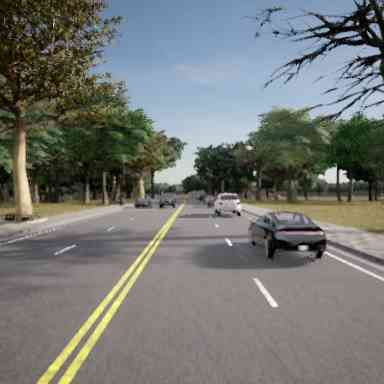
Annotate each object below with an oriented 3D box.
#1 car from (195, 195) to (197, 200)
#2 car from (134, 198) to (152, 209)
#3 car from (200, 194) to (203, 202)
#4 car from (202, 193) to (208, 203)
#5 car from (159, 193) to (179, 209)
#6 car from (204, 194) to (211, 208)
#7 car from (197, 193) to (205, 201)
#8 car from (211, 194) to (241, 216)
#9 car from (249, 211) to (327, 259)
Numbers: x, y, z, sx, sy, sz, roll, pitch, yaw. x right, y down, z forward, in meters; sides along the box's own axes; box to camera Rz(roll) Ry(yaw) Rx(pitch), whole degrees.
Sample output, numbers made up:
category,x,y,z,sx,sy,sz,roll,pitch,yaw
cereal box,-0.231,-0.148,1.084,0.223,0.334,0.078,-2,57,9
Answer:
category,x,y,z,sx,sy,sz,roll,pitch,yaw
car,2.641,1.567,92.951,2.033,1.649,4.856,0,0,-3
car,-6.563,1.510,45.322,2.033,1.411,5.357,0,0,0
car,3.267,1.630,70.755,1.895,1.301,4.718,0,0,0
car,3.269,1.451,59.890,1.801,1.575,5.366,0,0,0
car,-3.311,1.187,45.946,2.150,2.045,5.566,0,0,0
car,3.265,1.459,48.697,2.128,1.511,4.902,0,0,0
car,3.084,1.295,81.873,2.150,2.045,5.566,0,0,-2
car,3.360,1.175,32.176,2.150,2.045,5.566,0,0,0
car,3.354,1.464,12.434,2.128,1.511,4.902,0,0,0
